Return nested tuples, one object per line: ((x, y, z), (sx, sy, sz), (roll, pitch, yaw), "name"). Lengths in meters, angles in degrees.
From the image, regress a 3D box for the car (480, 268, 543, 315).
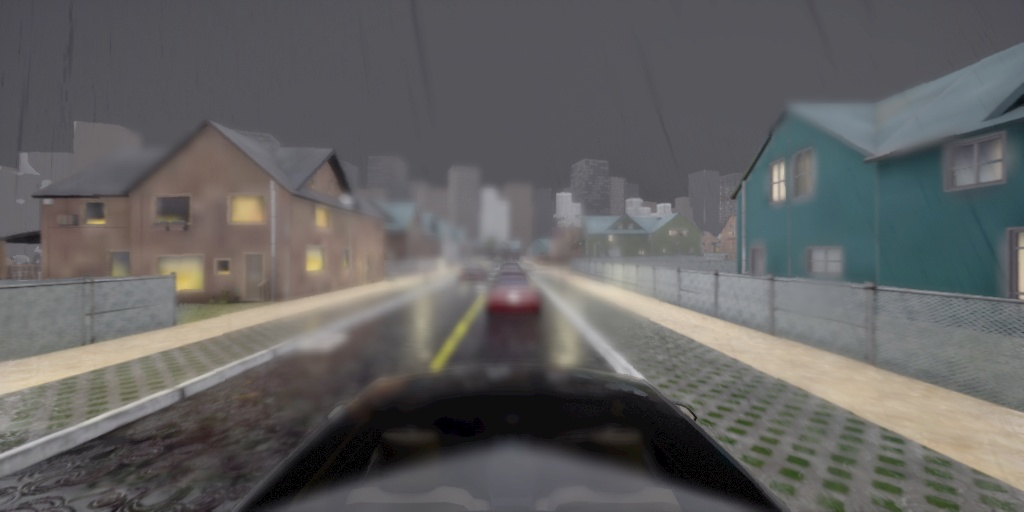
((0.069, 1.300, 13.501), (1.994, 1.385, 4.181), (0, 0, 0), "car")

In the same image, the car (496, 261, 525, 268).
((0.053, 1.290, 26.259), (1.994, 1.385, 4.181), (0, 0, 1), "car")

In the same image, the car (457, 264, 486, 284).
((-2.827, 1.291, 26.607), (1.994, 1.385, 4.181), (0, 0, 0), "car")
